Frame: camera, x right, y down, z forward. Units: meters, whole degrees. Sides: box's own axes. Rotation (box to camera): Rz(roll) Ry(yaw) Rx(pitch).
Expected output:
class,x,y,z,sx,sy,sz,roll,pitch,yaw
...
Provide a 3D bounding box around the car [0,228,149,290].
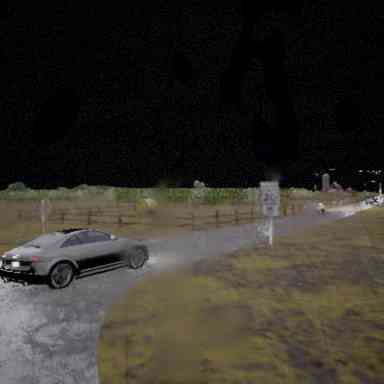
class,x,y,z,sx,sy,sz,roll,pitch,yaw
car,-3.187,1.736,9.736,1.994,1.385,4.181,-3,-2,32

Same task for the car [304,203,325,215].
class,x,y,z,sx,sy,sz,roll,pitch,yaw
car,17.262,2.301,46.798,2.097,1.767,4.553,-3,-2,33
